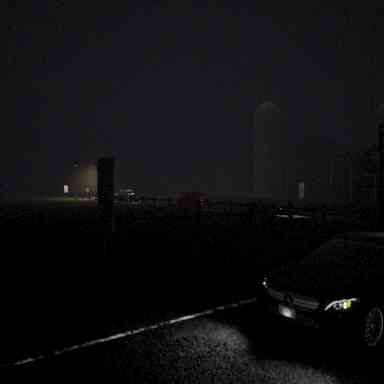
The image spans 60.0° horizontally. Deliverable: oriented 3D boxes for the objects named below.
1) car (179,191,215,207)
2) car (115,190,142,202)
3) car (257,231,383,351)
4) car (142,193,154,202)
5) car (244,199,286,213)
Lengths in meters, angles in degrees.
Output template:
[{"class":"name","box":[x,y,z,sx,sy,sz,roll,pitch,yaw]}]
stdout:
[{"class":"car","box":[0.506,0.915,41.580,2.150,2.045,5.566,-1,1,-36]},{"class":"car","box":[-11.080,0.854,57.775,2.097,1.767,4.553,-1,1,-35]},{"class":"car","box":[3.307,1.524,6.324,4.674,1.442,1.812,0,0,-36]},{"class":"car","box":[-8.284,0.981,58.698,2.128,1.511,4.902,-1,1,-36]},{"class":"car","box":[7.077,1.365,32.465,1.994,1.385,4.181,-1,1,-36]}]
